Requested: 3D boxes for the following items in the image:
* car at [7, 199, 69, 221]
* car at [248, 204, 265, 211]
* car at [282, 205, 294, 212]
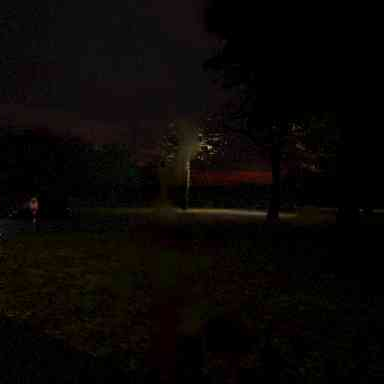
[{"bbox_3d":[-14.527,1.751,31.830,2.150,2.045,5.566,2,1,36],"label":"car"},{"bbox_3d":[13.869,3.362,71.282,2.033,1.411,5.357,2,-1,36],"label":"car"},{"bbox_3d":[21.099,3.560,72.814,1.882,1.535,5.008,2,-1,29],"label":"car"}]
